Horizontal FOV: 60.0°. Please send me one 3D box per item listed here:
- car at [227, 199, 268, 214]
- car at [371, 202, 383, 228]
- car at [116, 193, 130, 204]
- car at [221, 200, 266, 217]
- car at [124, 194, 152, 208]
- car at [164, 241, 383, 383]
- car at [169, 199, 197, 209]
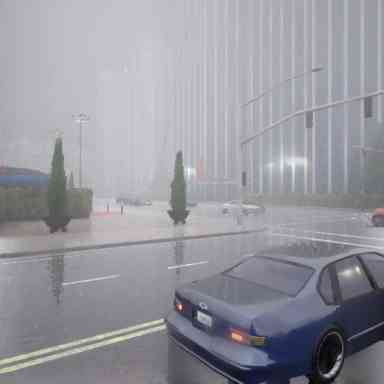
[{"bbox_3d":[6.029,1.564,36.386,1.994,1.385,4.181,0,0,-36],"label":"car"},{"bbox_3d":[13.563,1.352,20.199,2.097,1.767,4.553,0,0,-36],"label":"car"},{"bbox_3d":[-12.257,1.215,61.770,2.150,2.045,5.566,0,0,-36],"label":"car"},{"bbox_3d":[4.731,1.526,32.256,1.812,1.442,4.674,0,0,-36],"label":"car"},{"bbox_3d":[-7.688,1.491,49.362,2.128,1.511,4.902,0,0,-36],"label":"car"},{"bbox_3d":[2.203,1.547,5.375,5.357,1.411,2.033,0,0,-35],"label":"car"},{"bbox_3d":[-1.280,1.478,46.472,1.882,1.535,5.008,0,0,-36],"label":"car"}]
